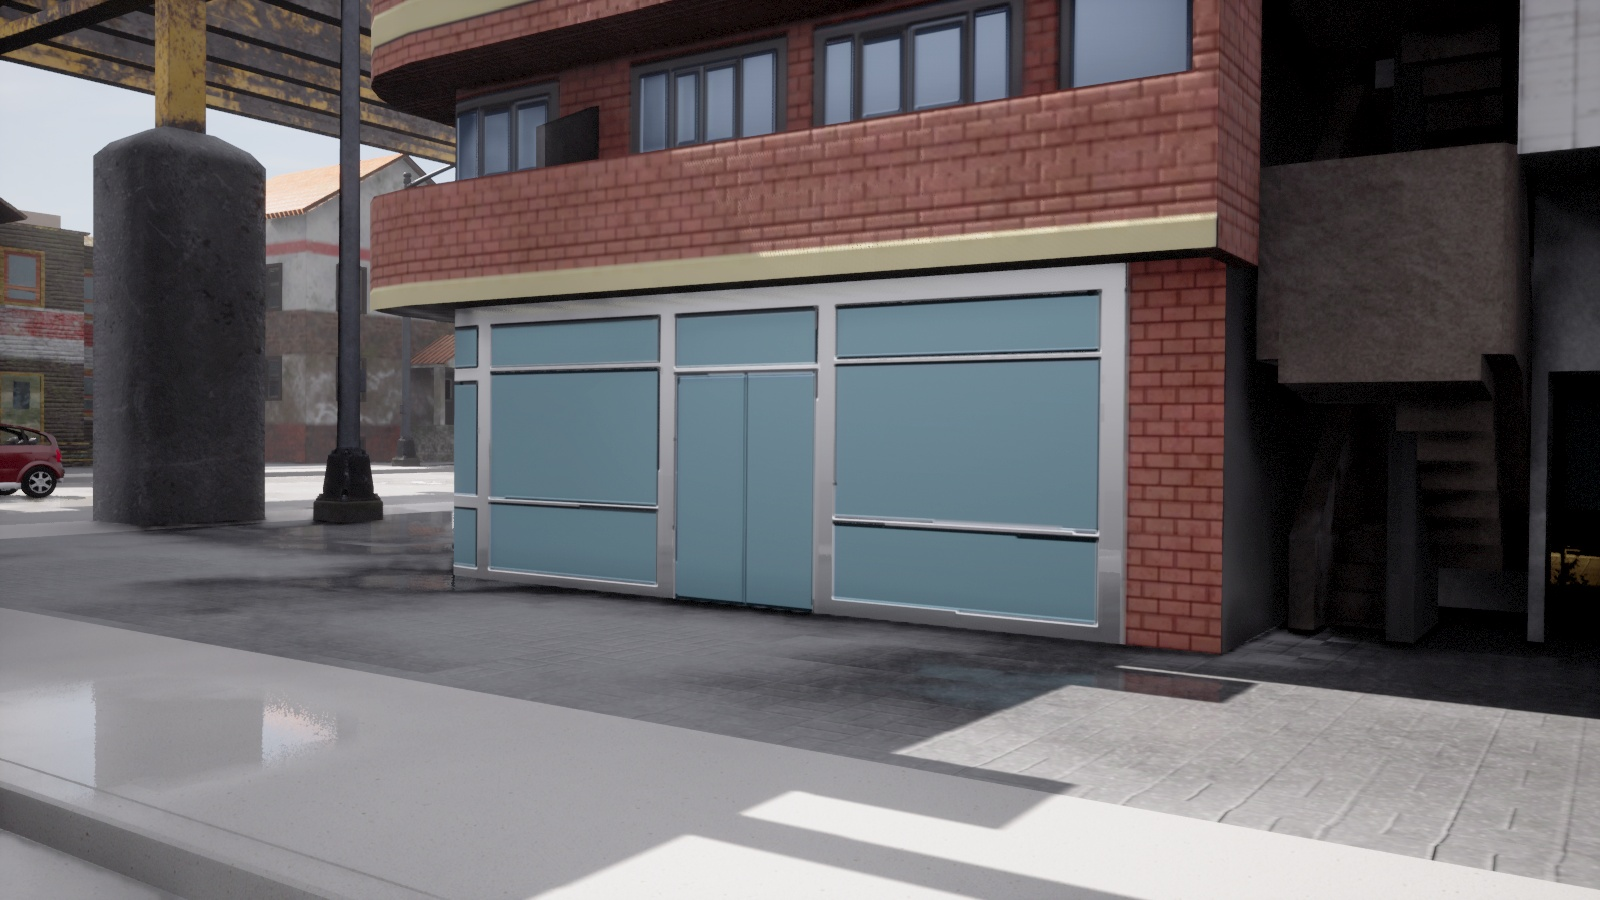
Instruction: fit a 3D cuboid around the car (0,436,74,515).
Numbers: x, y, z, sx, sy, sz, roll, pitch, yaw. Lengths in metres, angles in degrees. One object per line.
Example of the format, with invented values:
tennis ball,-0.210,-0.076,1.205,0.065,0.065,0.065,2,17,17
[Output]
car,-16.831,0.521,24.977,1.789,1.549,3.705,0,1,33
